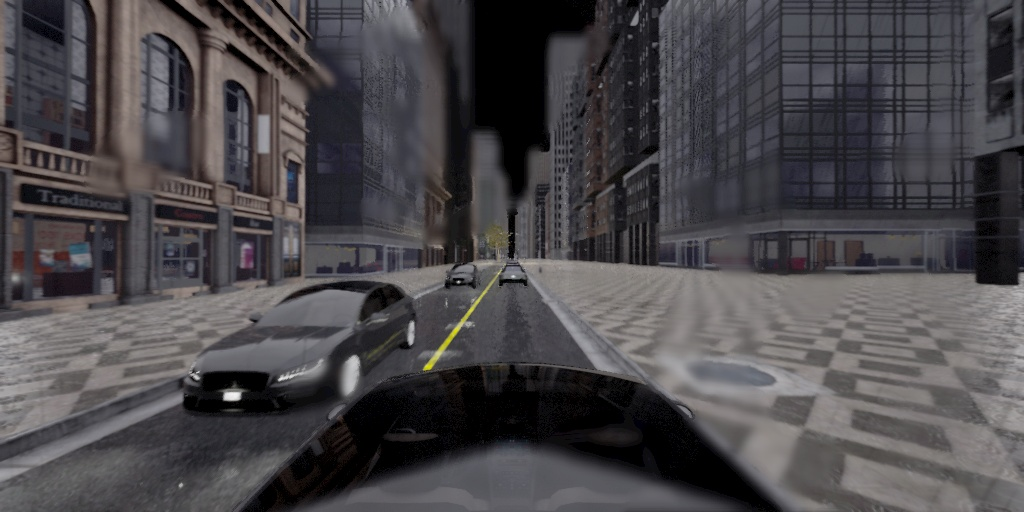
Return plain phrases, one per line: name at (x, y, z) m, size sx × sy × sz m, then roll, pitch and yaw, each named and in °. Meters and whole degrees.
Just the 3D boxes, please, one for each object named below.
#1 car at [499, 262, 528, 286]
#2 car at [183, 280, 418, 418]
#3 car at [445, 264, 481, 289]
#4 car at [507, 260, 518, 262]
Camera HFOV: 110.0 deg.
car at (0.085, 1.321, 25.689) m, size 1.994 × 1.385 × 4.181 m, roll 0°, pitch 0°, yaw 0°
car at (-3.083, 1.253, 6.399) m, size 1.837 × 1.490 × 4.892 m, roll 0°, pitch 1°, yaw 0°
car at (-3.035, 1.264, 22.923) m, size 1.837 × 1.490 × 4.892 m, roll 0°, pitch -1°, yaw 1°
car at (0.082, 1.247, 46.851) m, size 2.128 × 1.511 × 4.902 m, roll 0°, pitch 0°, yaw 0°
